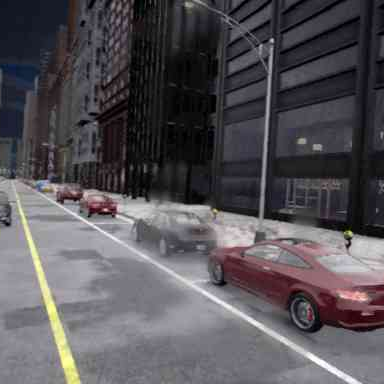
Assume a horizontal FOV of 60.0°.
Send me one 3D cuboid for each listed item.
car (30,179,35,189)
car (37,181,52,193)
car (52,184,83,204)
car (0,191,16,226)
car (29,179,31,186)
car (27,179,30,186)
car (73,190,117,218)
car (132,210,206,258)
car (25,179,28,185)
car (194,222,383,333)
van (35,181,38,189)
[{"bbox_3d":[-30.401,-1.366,66.042,1.967,1.590,4.097,2,1,-29],"label":"car"},{"bbox_3d":[-22.402,-0.597,51.357,1.752,1.417,4.829,2,1,-29],"label":"car"},{"bbox_3d":[-11.530,0.127,31.425,2.192,1.841,5.009,2,1,-29],"label":"car"},{"bbox_3d":[-9.573,0.692,15.789,1.837,1.490,4.892,3,2,-29],"label":"car"},{"bbox_3d":[-33.182,-1.518,71.137,1.752,1.417,4.829,2,1,-29],"label":"car"},{"bbox_3d":[-35.797,-1.716,75.933,2.008,1.369,4.403,2,1,-29],"label":"car"},{"bbox_3d":[-6.153,0.825,21.539,1.887,1.381,4.507,2,1,-29],"label":"car"},{"bbox_3d":[-0.765,1.301,11.650,2.008,1.369,4.403,2,1,-29],"label":"car"},{"bbox_3d":[-41.180,-2.286,85.821,1.967,1.590,4.097,2,1,-29],"label":"car"},{"bbox_3d":[1.928,1.568,6.706,1.802,1.307,4.206,2,1,-29],"label":"car"},{"bbox_3d":[-25.006,-1.005,56.149,1.690,1.788,3.998,2,1,-29],"label":"van"}]
